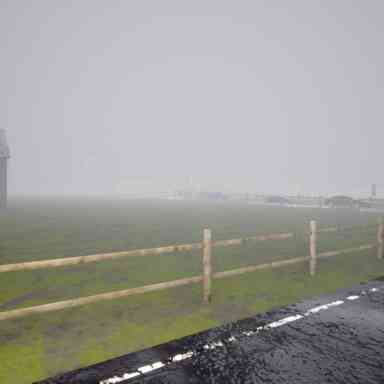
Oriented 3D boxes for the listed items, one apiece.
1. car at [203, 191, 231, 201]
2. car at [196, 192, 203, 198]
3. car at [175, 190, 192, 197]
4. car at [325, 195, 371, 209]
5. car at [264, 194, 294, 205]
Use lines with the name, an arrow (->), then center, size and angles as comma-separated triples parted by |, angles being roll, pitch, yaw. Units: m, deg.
car -> 4.550, 0.702, 56.669 | 1.882, 1.535, 5.008 | 0, 2, -35
car -> 2.729, 0.597, 65.443 | 1.837, 1.490, 4.892 | 0, 1, -35
car -> -1.836, 0.362, 71.785 | 1.837, 1.490, 4.892 | 0, 1, -36
car -> 17.774, 1.112, 38.108 | 1.882, 1.535, 5.008 | 0, 1, -35
car -> 12.059, 1.020, 46.141 | 1.994, 1.385, 4.181 | 0, 1, -34
